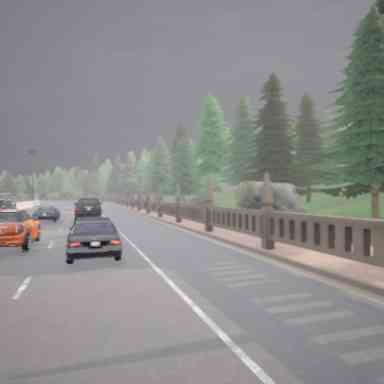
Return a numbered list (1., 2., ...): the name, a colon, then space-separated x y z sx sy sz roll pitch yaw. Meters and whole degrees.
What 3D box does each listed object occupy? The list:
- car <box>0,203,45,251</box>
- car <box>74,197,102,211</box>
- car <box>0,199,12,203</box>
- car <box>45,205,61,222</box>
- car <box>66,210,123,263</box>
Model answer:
1. car: -8.078 1.543 14.759 2.097 1.767 4.553 -1 0 -18
2. car: -9.132 1.487 29.308 2.150 2.045 5.566 -1 0 -18
3. car: -15.810 1.593 27.211 2.150 2.045 5.566 -1 0 -18
4. car: -12.931 1.893 29.718 1.994 1.385 4.181 -1 0 -18
5. car: -3.712 1.657 12.578 2.033 1.411 5.357 -1 0 -17
